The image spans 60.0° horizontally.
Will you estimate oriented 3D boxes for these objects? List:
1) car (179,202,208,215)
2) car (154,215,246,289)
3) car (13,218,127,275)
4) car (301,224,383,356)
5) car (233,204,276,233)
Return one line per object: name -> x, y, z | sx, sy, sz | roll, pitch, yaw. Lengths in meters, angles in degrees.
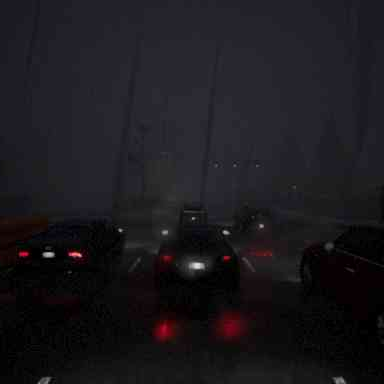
car -> 0.095, 1.464, 23.586 | 2.128, 1.511, 4.902 | 0, 0, 0
car -> 0.101, 1.553, 9.144 | 1.994, 1.385, 4.181 | 0, 0, 0
car -> -3.401, 1.534, 10.391 | 2.033, 1.411, 5.357 | 0, 0, 0
car -> 3.599, 1.344, 6.005 | 2.097, 1.767, 4.553 | 0, 0, 0
car -> 3.596, 1.482, 19.602 | 1.837, 1.490, 4.892 | 0, 0, 0
